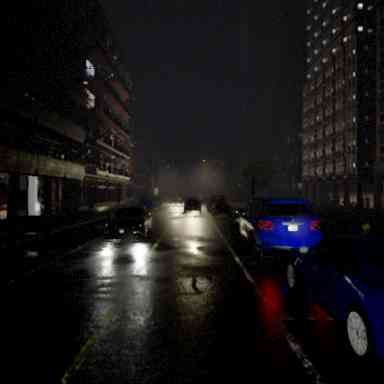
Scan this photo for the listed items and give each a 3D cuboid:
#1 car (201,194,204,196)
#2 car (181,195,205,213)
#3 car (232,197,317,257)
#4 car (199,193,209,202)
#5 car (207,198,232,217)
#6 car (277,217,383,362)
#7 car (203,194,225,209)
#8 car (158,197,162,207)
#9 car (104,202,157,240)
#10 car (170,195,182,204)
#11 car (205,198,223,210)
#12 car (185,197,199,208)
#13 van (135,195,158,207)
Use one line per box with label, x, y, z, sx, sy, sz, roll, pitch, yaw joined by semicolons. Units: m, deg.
car;2.697;1.520;69.479;1.947;1.339;4.313;0;0;0
car;0.083;1.440;36.176;1.882;1.535;5.008;0;0;0
car;3.097;1.206;12.956;2.150;2.045;5.566;0;0;0
car;2.697;1.270;75.002;2.192;1.841;5.009;0;0;0
car;2.695;1.518;30.819;2.008;1.369;4.403;0;0;0
car;3.140;1.469;5.896;1.882;1.535;5.008;0;0;0
car;2.695;1.278;36.343;2.192;1.841;5.009;0;0;0
car;-5.685;1.481;47.219;1.752;1.417;4.829;0;0;0
car;-3.100;1.485;17.063;1.837;1.490;4.892;0;0;0
car;-2.996;1.347;61.582;2.097;1.767;4.553;0;0;0
car;2.695;1.525;41.864;1.947;1.339;4.313;0;0;0
car;0.039;1.463;47.341;1.837;1.490;4.892;0;0;0
van;-5.685;1.300;41.865;1.690;1.788;3.998;0;0;0
